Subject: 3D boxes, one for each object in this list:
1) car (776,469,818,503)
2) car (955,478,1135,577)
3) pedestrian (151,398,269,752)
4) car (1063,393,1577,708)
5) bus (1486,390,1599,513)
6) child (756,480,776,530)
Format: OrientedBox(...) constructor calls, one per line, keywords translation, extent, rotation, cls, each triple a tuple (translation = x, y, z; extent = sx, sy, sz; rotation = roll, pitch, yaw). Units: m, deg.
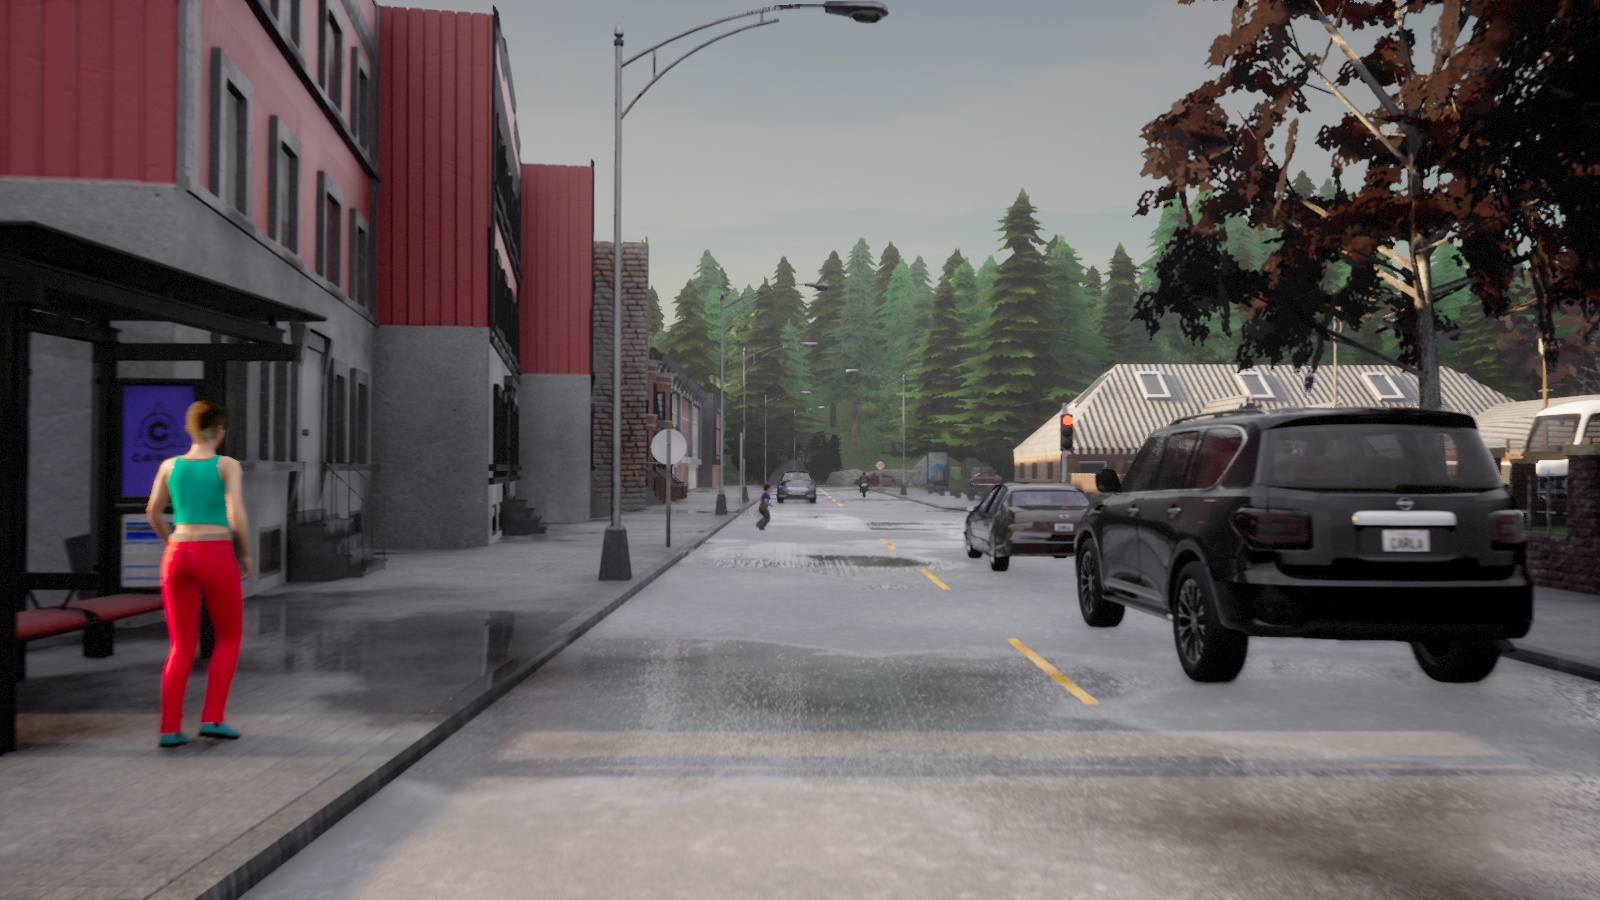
OrientedBox(translation=(-0.155, 1.805, 63.313), extent=(2.033, 1.649, 4.856), rotation=(0, -1, 0), cls="car")
OrientedBox(translation=(3.940, 1.201, 21.200), extent=(2.033, 1.411, 5.357), rotation=(0, -1, 0), cls="car")
OrientedBox(translation=(-3.185, 0.651, 6.811), extent=(0.345, 1.836, 0.594), rotation=(0, -1, 1), cls="pedestrian")
OrientedBox(translation=(3.976, 0.702, 10.986), extent=(2.150, 2.045, 5.566), rotation=(0, -1, 0), cls="car")
OrientedBox(translation=(30.968, 0.072, 45.286), extent=(10.273, 4.253, 3.944), rotation=(0, -1, 0), cls="bus")
OrientedBox(translation=(-0.862, 1.377, 31.586), extent=(0.437, 1.263, 0.270), rotation=(0, -1, -24), cls="child")
